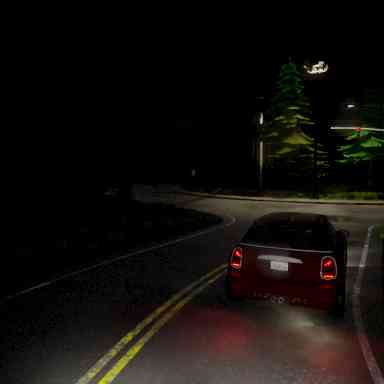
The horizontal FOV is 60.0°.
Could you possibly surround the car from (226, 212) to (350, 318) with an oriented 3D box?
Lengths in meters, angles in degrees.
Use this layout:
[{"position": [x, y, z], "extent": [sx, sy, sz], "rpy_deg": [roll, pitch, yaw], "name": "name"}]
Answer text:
[{"position": [2.412, 1.238, 7.659], "extent": [2.097, 1.767, 4.553], "rpy_deg": [2, 2, 25], "name": "car"}]
